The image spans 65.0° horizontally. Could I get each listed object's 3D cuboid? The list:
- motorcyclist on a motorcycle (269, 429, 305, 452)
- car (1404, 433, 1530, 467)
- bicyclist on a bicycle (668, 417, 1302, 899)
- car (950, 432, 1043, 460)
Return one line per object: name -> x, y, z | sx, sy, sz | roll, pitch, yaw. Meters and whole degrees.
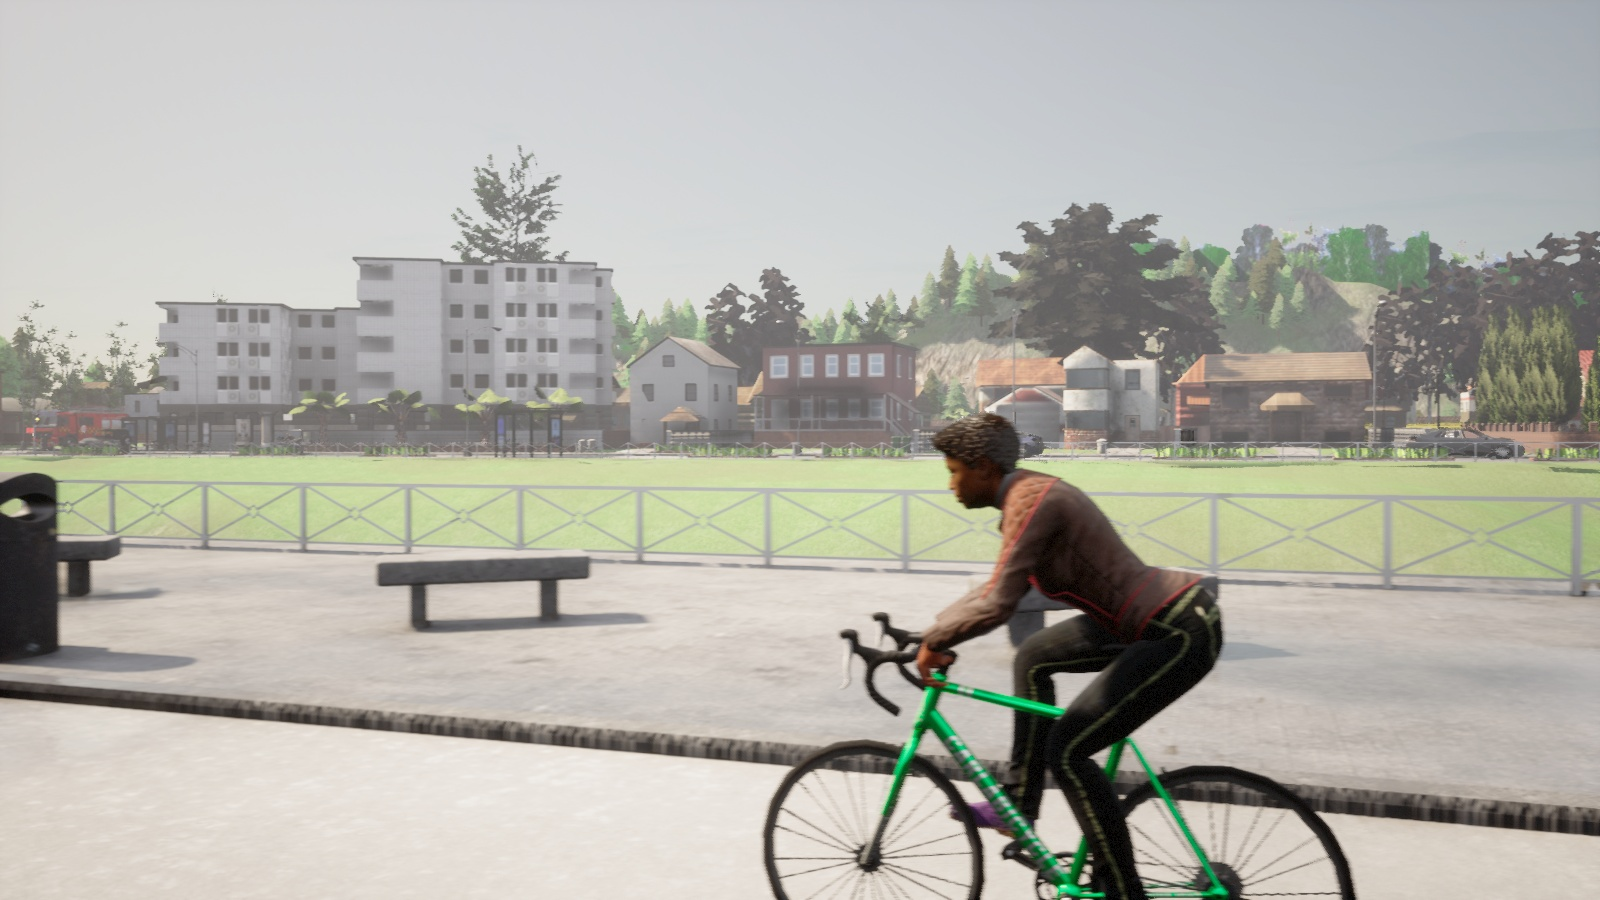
motorcyclist on a motorcycle -> -34.566, -0.625, 84.670 | 2.191, 1.530, 0.866 | 1, 1, 19
car -> 30.922, -0.036, 58.399 | 4.902, 1.511, 2.128 | 1, 1, 19
bicyclist on a bicycle -> 0.508, 0.724, 3.548 | 1.656, 1.620, 0.582 | 0, 1, 19
car -> 10.876, -0.244, 69.370 | 4.792, 1.488, 2.163 | 1, 1, 19
